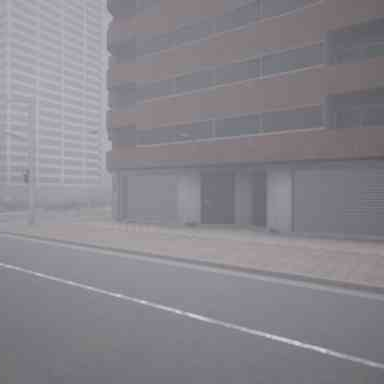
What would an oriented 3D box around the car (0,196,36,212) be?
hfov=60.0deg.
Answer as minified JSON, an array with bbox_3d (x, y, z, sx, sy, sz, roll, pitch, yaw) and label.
[{"bbox_3d":[-19.034,1.253,35.765,1.882,1.535,5.008,0,0,35],"label":"car"}]

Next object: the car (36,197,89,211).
[{"bbox_3d":[-14.171,1.398,36.633,1.895,1.301,4.718,0,0,35],"label":"car"}]

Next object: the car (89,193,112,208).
[{"bbox_3d":[-13.087,1.279,44.324,1.837,1.490,4.892,0,0,35],"label":"car"}]
